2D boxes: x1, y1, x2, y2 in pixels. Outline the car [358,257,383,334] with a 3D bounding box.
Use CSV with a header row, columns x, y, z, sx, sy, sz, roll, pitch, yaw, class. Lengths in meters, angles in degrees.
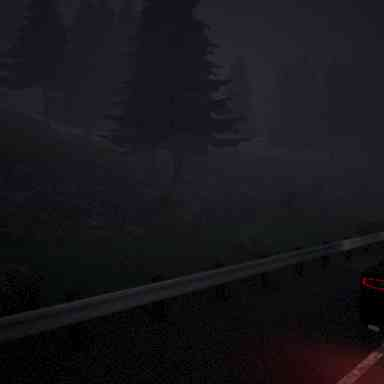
x,y,z,sx,sy,sz,roll,pitch,yaw,class
4.713,1.475,5.833,5.008,1.535,1.882,0,0,-42,car
